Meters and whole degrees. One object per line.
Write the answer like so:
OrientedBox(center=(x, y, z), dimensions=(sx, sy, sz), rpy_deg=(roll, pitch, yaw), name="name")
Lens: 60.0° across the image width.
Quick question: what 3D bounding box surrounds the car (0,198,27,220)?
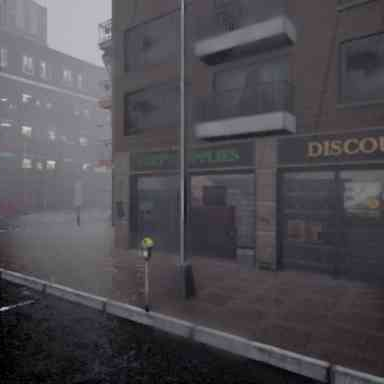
OrientedBox(center=(-16.560, 1.450, 27.925), dimensions=(2.192, 1.841, 5.009), rpy_deg=(-1, -2, 35), name="car")
